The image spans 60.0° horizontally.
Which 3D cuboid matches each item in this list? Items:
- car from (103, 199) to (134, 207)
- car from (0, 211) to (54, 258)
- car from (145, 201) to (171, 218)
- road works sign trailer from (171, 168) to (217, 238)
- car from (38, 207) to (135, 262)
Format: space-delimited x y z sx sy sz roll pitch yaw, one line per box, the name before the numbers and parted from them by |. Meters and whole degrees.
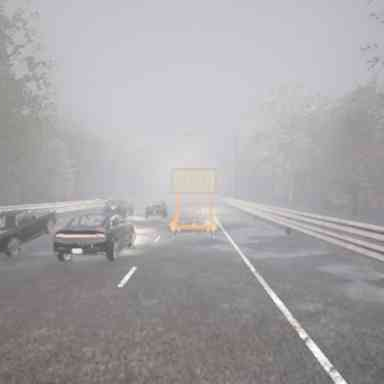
car | -6.591 1.402 30.078 2.097 1.767 4.553 0 0 1
car | -6.851 1.376 12.450 1.895 1.301 4.718 -4 7 1
car | -3.092 1.541 30.497 2.128 1.511 4.902 0 0 1
road works sign trailer | 0.109 0.496 17.766 2.380 3.560 2.880 0 0 1
car | -3.337 1.514 12.144 2.128 1.511 4.902 0 0 0
